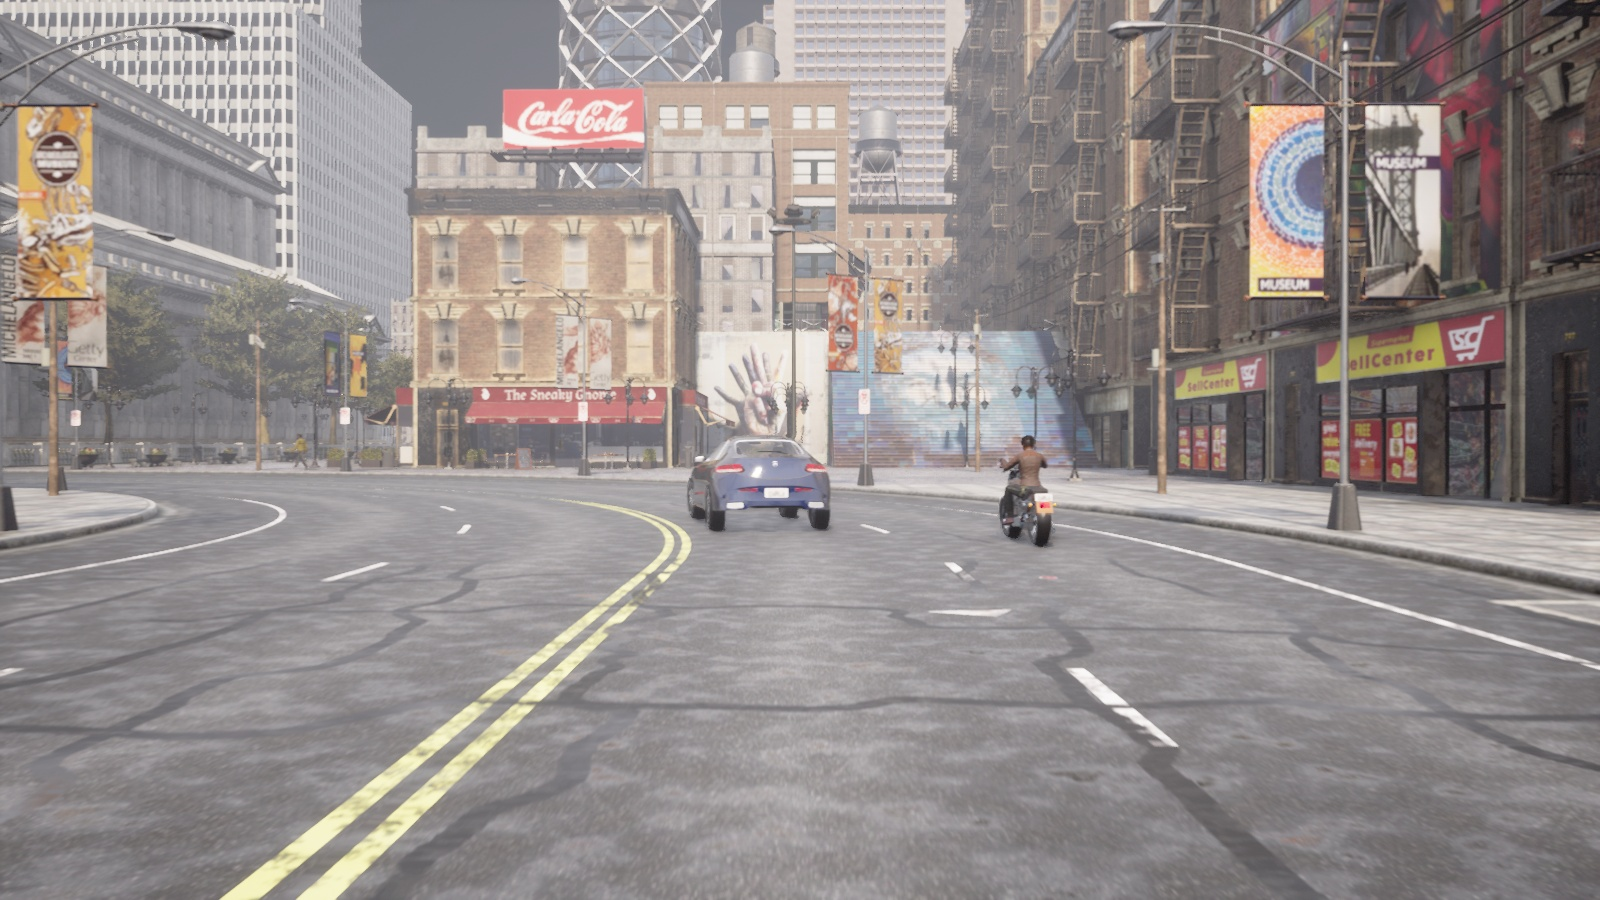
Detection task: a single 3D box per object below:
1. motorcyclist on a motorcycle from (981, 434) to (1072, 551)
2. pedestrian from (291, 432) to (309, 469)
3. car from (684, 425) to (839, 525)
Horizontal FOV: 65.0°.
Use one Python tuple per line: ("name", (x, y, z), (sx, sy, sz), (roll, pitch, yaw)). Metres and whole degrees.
("motorcyclist on a motorcycle", (3.367, 0.593, 18.877), (0.766, 1.649, 2.350), (0, 0, -4))
("pedestrian", (-24.939, 0.030, 62.642), (0.709, 1.840, 0.431), (0, 0, 17))
("car", (-0.849, 0.393, 23.308), (2.152, 1.651, 5.027), (0, 0, -10))
